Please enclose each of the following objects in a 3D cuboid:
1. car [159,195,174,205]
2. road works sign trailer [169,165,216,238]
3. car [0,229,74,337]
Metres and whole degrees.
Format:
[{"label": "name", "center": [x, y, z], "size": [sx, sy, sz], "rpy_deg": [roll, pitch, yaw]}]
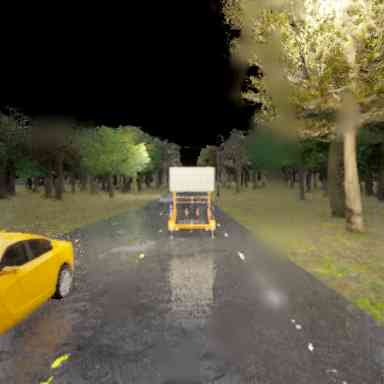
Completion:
[{"label": "car", "center": [-3.576, 1.113, 47.399], "size": [1.895, 1.301, 4.718], "rpy_deg": [0, 1, 0]}, {"label": "road works sign trailer", "center": [0.001, 0.411, 17.358], "size": [2.380, 3.560, 2.880], "rpy_deg": [0, 0, 0]}, {"label": "car", "center": [-3.600, 1.479, 5.559], "size": [1.882, 1.535, 5.008], "rpy_deg": [0, 0, 0]}]
